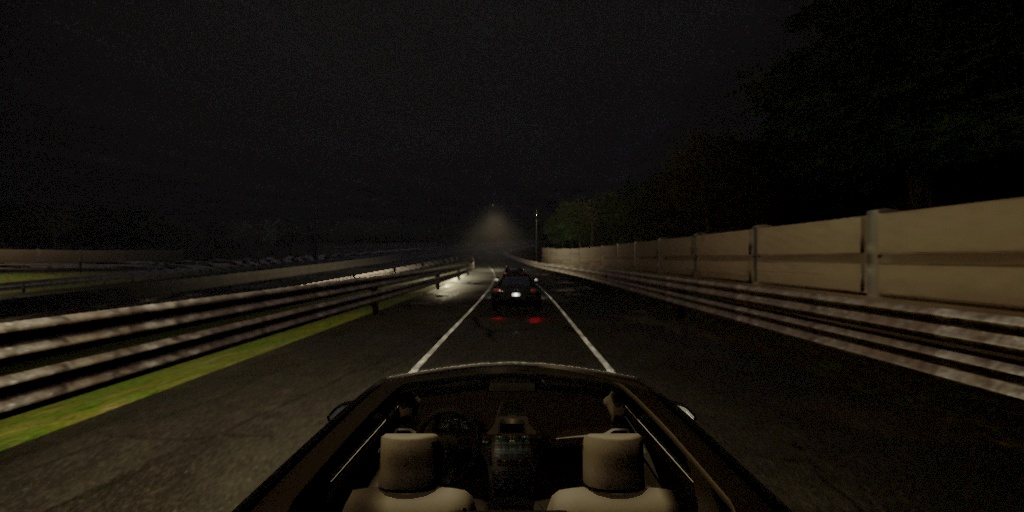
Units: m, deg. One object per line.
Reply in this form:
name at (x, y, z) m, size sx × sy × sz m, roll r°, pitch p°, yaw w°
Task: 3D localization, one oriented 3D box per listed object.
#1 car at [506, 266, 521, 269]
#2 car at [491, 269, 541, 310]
car at (0.141, 1.543, 30.287) m, size 1.994 × 1.385 × 4.181 m, roll 0°, pitch 0°, yaw -1°
car at (0.192, 1.426, 15.312) m, size 1.994 × 1.385 × 4.181 m, roll 0°, pitch 0°, yaw 1°
